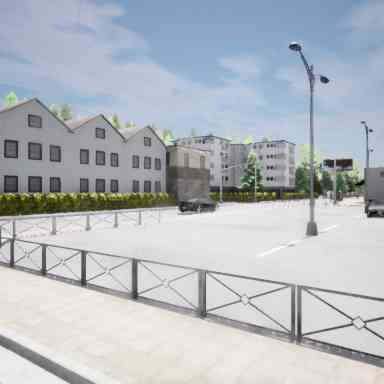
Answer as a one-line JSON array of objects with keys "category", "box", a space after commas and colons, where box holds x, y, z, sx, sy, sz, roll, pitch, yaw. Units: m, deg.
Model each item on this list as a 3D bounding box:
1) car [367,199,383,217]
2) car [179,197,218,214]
[{"category": "car", "box": [15.399, 1.298, 26.827, 2.007, 1.523, 4.514, 0, 0, 35]}, {"category": "car", "box": [0.715, 1.286, 32.595, 1.882, 1.535, 5.008, 0, 0, 35]}]
